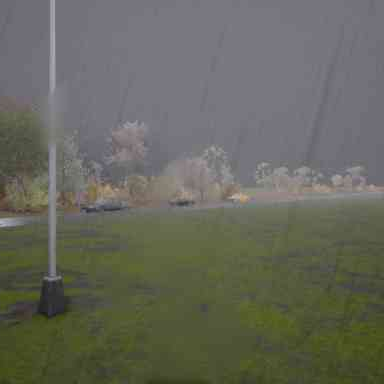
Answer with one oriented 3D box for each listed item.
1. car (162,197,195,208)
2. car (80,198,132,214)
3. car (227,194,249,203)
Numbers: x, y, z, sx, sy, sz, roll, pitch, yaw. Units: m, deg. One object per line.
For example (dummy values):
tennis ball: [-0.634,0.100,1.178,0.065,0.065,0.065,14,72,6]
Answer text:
car: [-1.719,1.295,42.025,1.895,1.301,4.718,0,1,36]
car: [-8.412,1.341,32.905,2.033,1.411,5.357,0,1,36]
car: [7.623,1.034,54.610,1.882,1.535,5.008,0,1,36]
